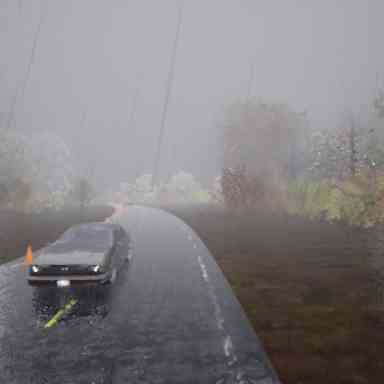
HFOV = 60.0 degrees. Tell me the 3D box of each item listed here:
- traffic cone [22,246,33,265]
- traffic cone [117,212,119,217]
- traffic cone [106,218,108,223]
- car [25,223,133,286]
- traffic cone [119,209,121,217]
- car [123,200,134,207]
[{"bbox_3d":[-5.387,2.083,11.023,0.340,0.580,0.340,0,-1,-3],"label":"traffic cone"},{"bbox_3d":[-7.199,2.291,30.710,0.340,0.580,0.340,0,-1,-8],"label":"traffic cone"},{"bbox_3d":[-6.594,2.239,25.803,0.340,0.580,0.340,0,-1,-6],"label":"traffic cone"},{"bbox_3d":[-2.961,1.661,10.034,2.033,1.411,5.357,0,-1,-3],"label":"car"},{"bbox_3d":[-7.906,2.344,35.604,0.340,0.580,0.340,0,-1,-9],"label":"traffic cone"},{"bbox_3d":[-13.459,2.308,70.252,2.033,1.411,5.357,0,-1,-17],"label":"car"}]
